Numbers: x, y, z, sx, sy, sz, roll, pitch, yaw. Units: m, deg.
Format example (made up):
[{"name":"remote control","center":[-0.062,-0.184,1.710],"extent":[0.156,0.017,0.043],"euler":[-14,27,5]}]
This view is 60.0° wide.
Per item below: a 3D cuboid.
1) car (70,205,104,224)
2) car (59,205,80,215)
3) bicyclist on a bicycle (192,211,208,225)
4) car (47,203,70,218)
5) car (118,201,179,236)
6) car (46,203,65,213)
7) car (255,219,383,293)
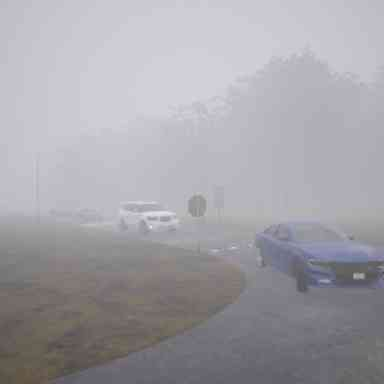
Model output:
[{"name":"car","center":[-10.175,2.223,32.669],"extent":[1.837,1.490,4.892],"euler":[-1,-1,-34]},{"name":"car","center":[-18.710,2.736,50.715],"extent":[1.994,1.385,4.181],"euler":[-1,-1,-33]},{"name":"bicyclist on a bicycle","center":[0.653,1.856,27.206],"extent":[1.656,1.620,0.582],"euler":[0,-1,-34]},{"name":"car","center":[-16.854,2.493,42.748],"extent":[1.882,1.535,5.008],"euler":[-1,-1,-34]},{"name":"car","center":[-3.052,1.630,21.990],"extent":[2.150,2.045,5.566],"euler":[-1,-1,-34]},{"name":"car","center":[-24.260,2.790,59.026],"extent":[2.097,1.767,4.553],"euler":[-1,-1,-35]},{"name":"car","center":[3.179,1.555,9.223],"extent":[1.882,1.535,5.008],"euler":[0,-3,-5]}]
